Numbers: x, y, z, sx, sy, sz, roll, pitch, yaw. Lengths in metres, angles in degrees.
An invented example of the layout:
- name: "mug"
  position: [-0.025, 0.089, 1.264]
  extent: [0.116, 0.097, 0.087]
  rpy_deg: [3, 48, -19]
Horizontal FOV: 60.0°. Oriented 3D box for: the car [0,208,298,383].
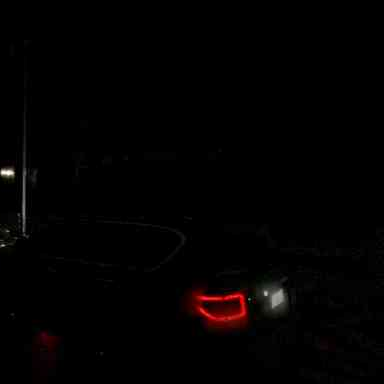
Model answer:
- name: "car"
  position: [-1.211, 1.272, 5.278]
  extent: [5.566, 2.045, 2.150]
  rpy_deg: [0, -1, 37]
